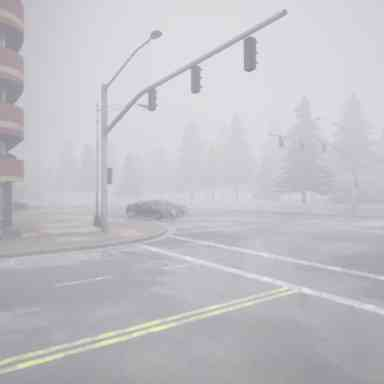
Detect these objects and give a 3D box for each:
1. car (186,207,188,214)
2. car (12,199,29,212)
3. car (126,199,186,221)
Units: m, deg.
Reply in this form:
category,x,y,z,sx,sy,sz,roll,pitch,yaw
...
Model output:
category,x,y,z,sx,sy,sz,roll,pitch,yaw
car,-2.601,1.421,30.480,4.902,1.511,2.128,0,0,35
car,-21.312,1.419,38.046,5.008,1.535,1.882,0,0,6
car,-3.197,1.426,26.391,4.902,1.511,2.128,0,0,39
